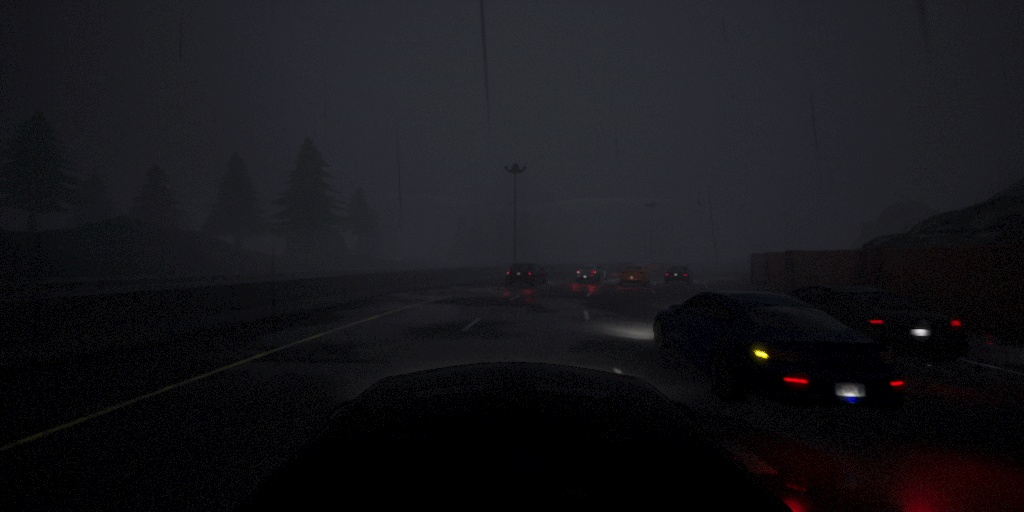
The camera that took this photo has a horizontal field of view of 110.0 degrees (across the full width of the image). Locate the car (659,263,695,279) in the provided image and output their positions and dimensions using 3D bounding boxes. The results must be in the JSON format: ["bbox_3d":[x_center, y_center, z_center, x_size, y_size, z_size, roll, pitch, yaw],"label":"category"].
[{"bbox_3d":[13.824,1.504,29.537,2.033,1.411,5.357,0,0,31],"label":"car"}]

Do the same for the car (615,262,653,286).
[{"bbox_3d":[9.595,1.410,27.837,1.882,1.535,5.008,-1,-1,25],"label":"car"}]

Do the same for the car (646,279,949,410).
[{"bbox_3d":[3.952,1.315,6.232,1.812,1.442,4.674,0,0,6],"label":"car"}]

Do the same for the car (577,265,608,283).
[{"bbox_3d":[6.917,1.466,30.973,1.812,1.442,4.674,0,-1,27],"label":"car"}]

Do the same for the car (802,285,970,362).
[{"bbox_3d":[7.730,1.380,8.535,1.994,1.385,4.181,0,0,8],"label":"car"}]

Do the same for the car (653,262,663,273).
[{"bbox_3d":[19.846,1.564,48.573,1.882,1.535,5.008,-1,-1,44],"label":"car"}]

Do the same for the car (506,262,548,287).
[{"bbox_3d":[1.195,1.247,26.459,2.097,1.767,4.553,0,0,20],"label":"car"}]
